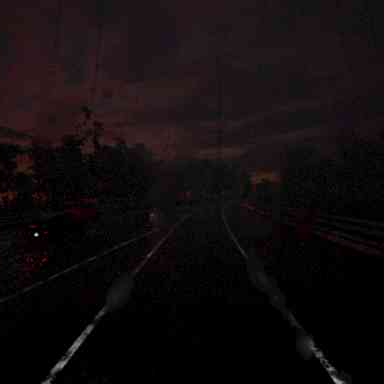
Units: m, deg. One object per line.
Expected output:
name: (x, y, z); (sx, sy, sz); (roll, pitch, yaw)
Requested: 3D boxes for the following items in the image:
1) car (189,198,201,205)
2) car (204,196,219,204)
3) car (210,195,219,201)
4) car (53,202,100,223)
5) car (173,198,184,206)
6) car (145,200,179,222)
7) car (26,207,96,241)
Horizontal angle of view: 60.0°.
car: (0.579, 1.924, 68.559); (1.994, 1.385, 4.181); (-3, 0, 12)
car: (4.167, 1.663, 68.685); (1.837, 1.490, 4.892); (-3, 0, 12)
car: (6.496, 1.746, 94.913); (1.812, 1.442, 4.674); (-3, 0, 14)
car: (-10.107, 1.902, 29.196); (2.150, 2.045, 5.566); (-3, 0, 9)
car: (-3.017, 2.071, 68.458); (1.837, 1.490, 4.892); (-3, 0, 12)
car: (-2.844, 1.783, 30.240); (1.837, 1.490, 4.892); (-3, 0, 9)
car: (-7.902, 1.997, 20.035); (1.837, 1.490, 4.892); (-3, 0, 8)
